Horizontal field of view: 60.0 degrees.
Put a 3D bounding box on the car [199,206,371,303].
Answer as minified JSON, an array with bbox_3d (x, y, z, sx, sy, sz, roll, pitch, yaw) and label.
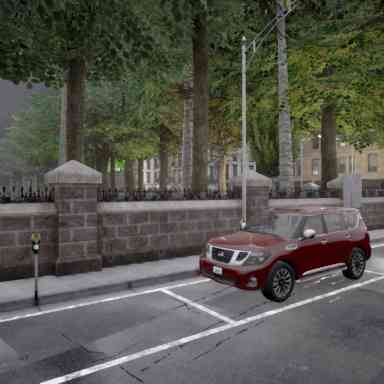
[{"bbox_3d":[2.567,1.314,8.421,5.009,1.841,2.192,0,0,-36],"label":"car"}]
